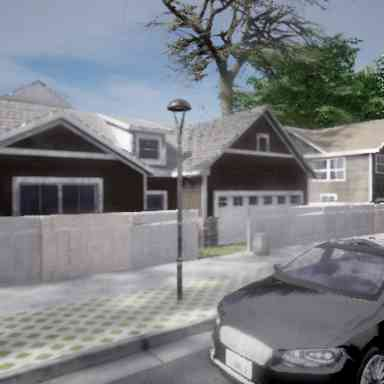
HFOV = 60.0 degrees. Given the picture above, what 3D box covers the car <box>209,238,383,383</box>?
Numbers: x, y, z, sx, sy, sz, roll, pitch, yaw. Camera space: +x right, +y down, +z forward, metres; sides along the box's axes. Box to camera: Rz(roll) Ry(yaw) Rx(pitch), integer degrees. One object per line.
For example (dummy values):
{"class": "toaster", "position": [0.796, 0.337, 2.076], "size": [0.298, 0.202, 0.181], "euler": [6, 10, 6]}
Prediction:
{"class": "car", "position": [2.471, 1.498, 4.830], "size": [4.902, 1.511, 2.128], "euler": [0, 0, -35]}
